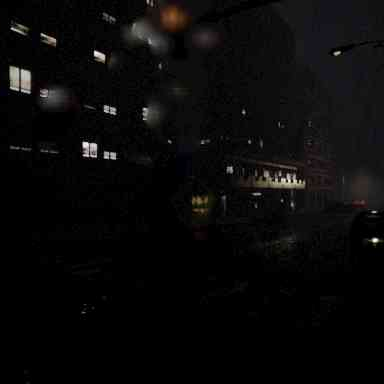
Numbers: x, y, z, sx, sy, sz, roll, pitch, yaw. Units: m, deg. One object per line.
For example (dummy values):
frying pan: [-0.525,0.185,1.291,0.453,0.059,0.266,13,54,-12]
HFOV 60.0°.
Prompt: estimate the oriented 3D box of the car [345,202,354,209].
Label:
car: [22.720,2.359,50.575,1.967,1.590,4.097,-2,-2,35]

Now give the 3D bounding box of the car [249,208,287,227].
car: [6.302,2.000,27.379,1.752,1.417,4.829,-2,-2,35]

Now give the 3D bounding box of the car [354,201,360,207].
car: [25.985,2.552,55.183,1.887,1.381,4.507,-2,-2,35]

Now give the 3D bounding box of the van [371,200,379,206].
van: [45.531,2.880,82.880,1.690,1.788,3.998,-2,-2,35]

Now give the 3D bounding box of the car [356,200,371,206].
car: [32.511,2.499,64.411,2.192,1.841,5.009,-2,-2,35]

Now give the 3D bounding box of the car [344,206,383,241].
car: [9.923,1.749,18.109,1.967,1.590,4.097,-2,-2,35]

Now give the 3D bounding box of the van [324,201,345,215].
van: [19.455,2.172,45.966,1.690,1.788,3.998,-2,-2,35]
